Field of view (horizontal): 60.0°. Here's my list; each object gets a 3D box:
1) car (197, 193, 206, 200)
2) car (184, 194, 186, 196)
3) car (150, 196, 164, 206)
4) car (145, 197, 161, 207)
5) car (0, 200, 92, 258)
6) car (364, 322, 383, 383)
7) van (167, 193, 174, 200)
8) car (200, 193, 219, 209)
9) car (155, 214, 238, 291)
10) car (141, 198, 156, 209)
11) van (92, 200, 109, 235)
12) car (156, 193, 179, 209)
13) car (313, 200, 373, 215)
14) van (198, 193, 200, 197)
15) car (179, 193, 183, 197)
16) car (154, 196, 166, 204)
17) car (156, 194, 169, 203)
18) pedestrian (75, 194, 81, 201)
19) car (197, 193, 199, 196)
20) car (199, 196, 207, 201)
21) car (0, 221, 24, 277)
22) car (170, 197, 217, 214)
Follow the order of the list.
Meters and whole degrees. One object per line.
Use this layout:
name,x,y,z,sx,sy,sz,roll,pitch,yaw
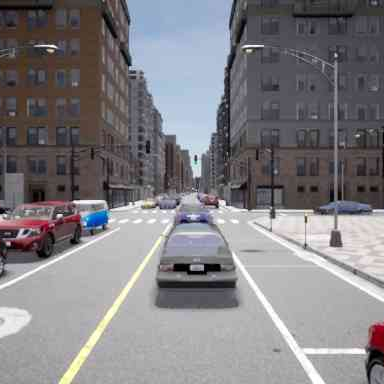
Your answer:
car,2.553,1.241,90.920,2.192,1.841,5.009,0,0,0
car,-3.102,1.528,79.140,1.895,1.301,4.718,0,0,0
car,-5.929,1.507,56.824,1.752,1.417,4.829,0,0,0
car,-5.923,1.555,51.339,1.947,1.339,4.313,0,0,0
car,-5.875,1.332,13.027,2.192,1.841,5.009,0,0,0
car,2.666,1.547,1.732,1.887,1.381,4.507,0,0,0
van,-5.973,1.267,90.923,1.690,1.788,3.998,0,0,0
car,2.611,1.312,45.667,2.192,1.841,5.009,0,0,0
car,0.090,1.560,9.156,2.033,1.411,5.357,0,0,0
car,-5.915,1.522,45.514,1.752,1.417,4.829,0,0,0
van,-5.882,1.363,18.668,1.690,1.788,3.998,0,0,0
car,-3.153,1.351,44.264,2.097,1.767,4.553,0,0,0
car,15.025,1.549,33.204,5.357,1.411,2.033,0,0,1
van,2.589,1.314,62.637,1.690,1.788,3.998,0,0,0
car,-3.168,1.206,54.722,2.150,2.045,5.566,0,0,1
car,-5.937,1.499,62.479,1.752,1.417,4.829,0,0,0
car,-5.944,1.280,68.304,2.192,1.841,5.009,0,0,0
pedestrian,-12.599,1.143,36.625,0.375,1.860,0.375,0,0,1
car,2.574,1.481,74.121,1.752,1.417,4.829,0,0,0
car,2.567,1.528,79.608,1.802,1.307,4.206,0,0,0
car,-5.867,1.575,7.386,1.947,1.339,4.313,0,0,0
car,0.040,1.373,19.094,2.097,1.767,4.553,0,0,-1
